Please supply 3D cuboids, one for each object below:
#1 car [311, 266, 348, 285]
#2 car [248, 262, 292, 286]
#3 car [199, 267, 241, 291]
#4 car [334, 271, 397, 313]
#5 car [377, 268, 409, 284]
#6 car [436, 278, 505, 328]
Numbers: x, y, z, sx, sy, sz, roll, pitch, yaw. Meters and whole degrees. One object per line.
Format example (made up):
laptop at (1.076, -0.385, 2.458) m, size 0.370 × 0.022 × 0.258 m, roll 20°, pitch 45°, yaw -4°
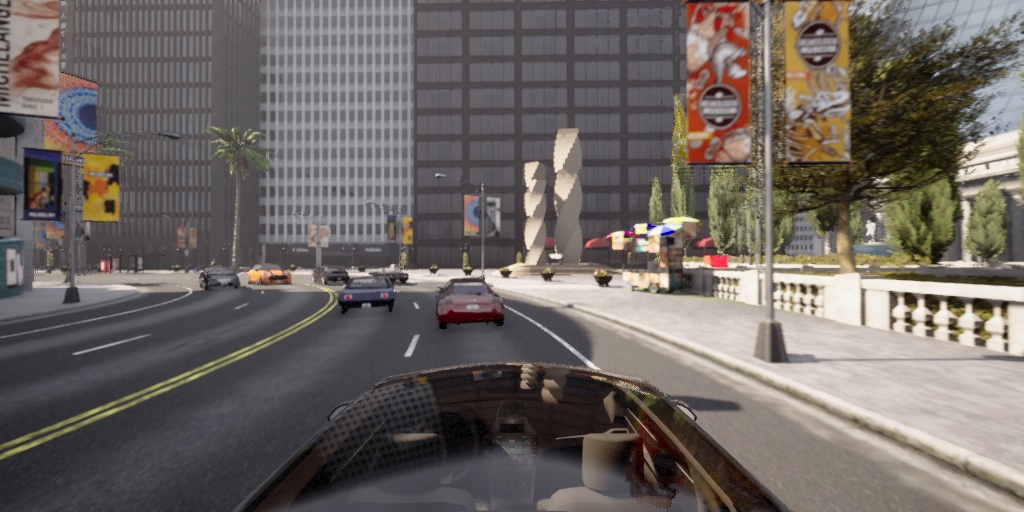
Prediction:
car at (-15.152, 1.558, 29.812) m, size 1.837 × 1.490 × 4.892 m, roll 1°, pitch -1°, yaw -43°
car at (-19.539, 1.410, 28.927) m, size 4.553 × 1.767 × 2.097 m, roll -1°, pitch -1°, yaw 41°
car at (-20.339, 1.516, 24.937) m, size 4.902 × 1.511 × 2.128 m, roll -1°, pitch -1°, yaw 45°
car at (-5.866, 1.489, 14.862) m, size 1.895 × 1.301 × 4.718 m, roll 0°, pitch -1°, yaw -18°
car at (-10.320, 1.637, 29.697) m, size 1.895 × 1.301 × 4.718 m, roll 0°, pitch -1°, yaw -39°
car at (-1.521, 1.413, 11.960) m, size 1.994 × 1.385 × 4.181 m, roll 0°, pitch 0°, yaw -12°
